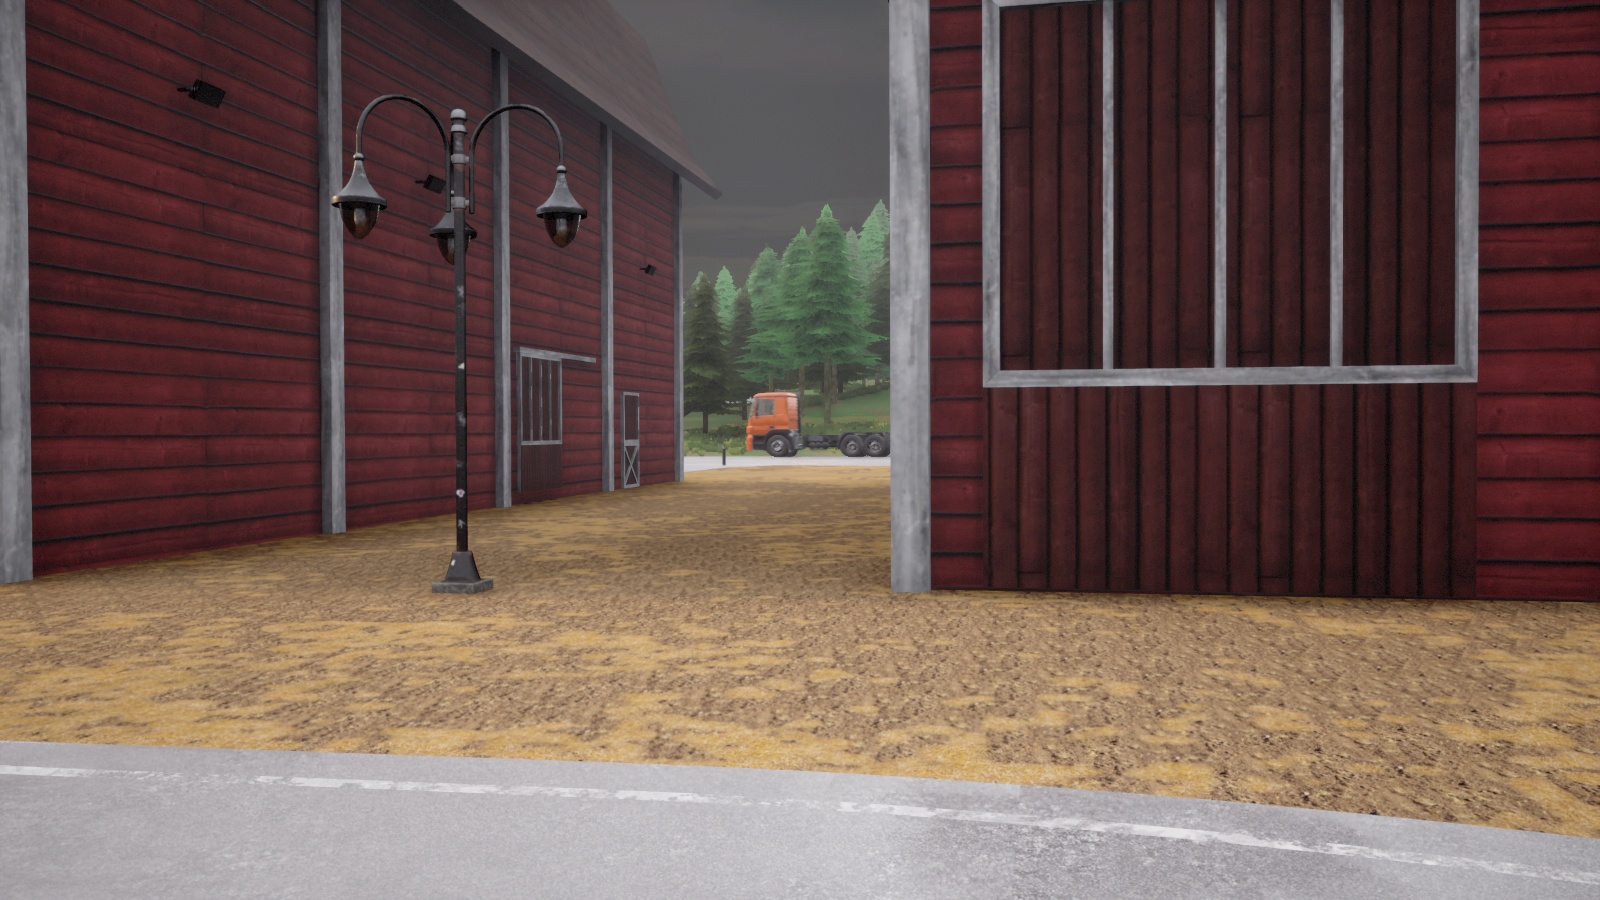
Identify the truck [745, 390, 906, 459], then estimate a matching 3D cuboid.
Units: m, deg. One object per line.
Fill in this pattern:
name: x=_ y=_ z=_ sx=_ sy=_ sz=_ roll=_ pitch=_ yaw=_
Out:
truck: x=1.369 y=-1.330 z=64.952 sx=7.936 sy=3.462 sz=2.891 roll=0 pitch=1 yaw=12
